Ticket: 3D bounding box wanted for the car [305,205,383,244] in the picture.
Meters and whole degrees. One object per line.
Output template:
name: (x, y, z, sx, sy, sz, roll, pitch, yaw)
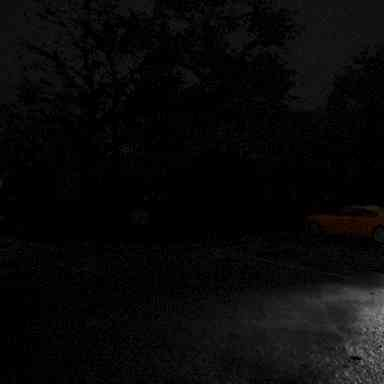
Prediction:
car: (7.604, 1.353, 15.225, 2.097, 1.535, 5.008, -1, 0, -35)
